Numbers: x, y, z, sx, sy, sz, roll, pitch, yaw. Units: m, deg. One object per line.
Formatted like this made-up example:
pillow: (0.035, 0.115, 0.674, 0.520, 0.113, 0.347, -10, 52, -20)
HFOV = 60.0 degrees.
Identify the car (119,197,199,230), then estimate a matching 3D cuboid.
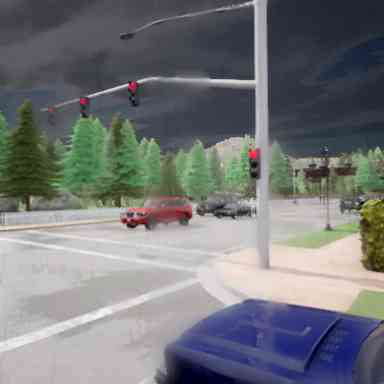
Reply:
car: (-2.254, 1.412, 23.044, 2.150, 2.045, 5.566, -1, -1, 38)

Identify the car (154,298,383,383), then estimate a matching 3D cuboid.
car: (1.977, 1.598, 2.562, 4.718, 1.301, 1.895, -1, -1, 36)

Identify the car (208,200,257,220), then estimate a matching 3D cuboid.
car: (4.126, 1.731, 31.063, 2.033, 1.411, 5.357, -1, -1, 38)

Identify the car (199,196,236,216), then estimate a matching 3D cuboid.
car: (2.748, 1.448, 34.955, 2.150, 2.045, 5.566, -1, -1, 39)

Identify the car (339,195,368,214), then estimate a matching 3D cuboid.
car: (18.178, 1.305, 37.213, 2.150, 2.045, 5.566, -1, 0, 38)

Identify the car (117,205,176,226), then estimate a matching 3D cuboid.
car: (-3.593, 1.834, 26.976, 1.895, 1.301, 4.718, -1, -1, 38)
